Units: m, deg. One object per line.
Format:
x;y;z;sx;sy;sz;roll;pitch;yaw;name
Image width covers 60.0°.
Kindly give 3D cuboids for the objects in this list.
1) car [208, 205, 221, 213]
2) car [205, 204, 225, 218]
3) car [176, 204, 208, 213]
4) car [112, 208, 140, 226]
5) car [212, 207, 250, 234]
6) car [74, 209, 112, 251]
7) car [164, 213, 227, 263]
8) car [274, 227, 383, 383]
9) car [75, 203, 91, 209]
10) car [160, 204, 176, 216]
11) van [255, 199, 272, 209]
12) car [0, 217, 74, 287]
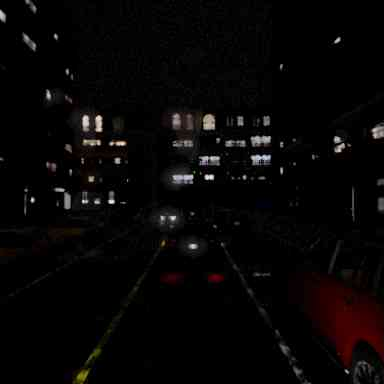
2.574;1.908;26.665;1.887;1.381;4.507;1;-1;0;car
2.574;2.089;37.790;1.947;1.339;4.313;1;-1;0;car
0.044;1.723;27.246;2.097;1.767;4.553;0;-1;1;car
-5.273;1.929;26.639;1.947;1.339;4.313;1;-1;0;car
2.574;1.851;21.100;1.947;1.339;4.313;1;-1;0;car
-5.286;1.731;15.342;1.752;1.417;4.829;1;-1;0;car
0.049;1.734;12.663;1.994;1.385;4.181;0;-1;0;car
2.577;1.375;4.415;2.192;1.841;5.009;1;-1;0;car
-19.701;2.518;57.315;4.403;1.369;2.008;0;-1;0;car
-2.770;2.111;40.521;2.033;1.411;5.357;0;-1;1;car
13.083;2.099;57.367;3.998;1.788;1.690;0;-1;0;van
-5.295;1.656;9.778;1.752;1.417;4.829;1;-1;0;car
